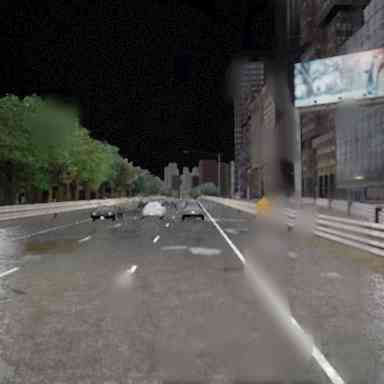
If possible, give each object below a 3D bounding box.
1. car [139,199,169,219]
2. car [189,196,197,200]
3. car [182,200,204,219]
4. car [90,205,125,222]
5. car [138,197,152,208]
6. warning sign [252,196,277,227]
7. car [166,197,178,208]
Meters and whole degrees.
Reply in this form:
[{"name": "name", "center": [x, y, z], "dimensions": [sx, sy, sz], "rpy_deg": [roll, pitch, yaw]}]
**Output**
[{"name": "car", "center": [-3.410, 1.648, 30.614], "dimensions": [1.812, 1.442, 4.674], "rpy_deg": [0, 0, 0]}, {"name": "car", "center": [0.061, 1.781, 54.657], "dimensions": [1.994, 1.385, 4.181], "rpy_deg": [0, 0, 0]}, {"name": "car", "center": [0.091, 1.685, 30.123], "dimensions": [1.994, 1.385, 4.181], "rpy_deg": [0, 0, 0]}, {"name": "car", "center": [-6.917, 1.714, 27.868], "dimensions": [1.895, 1.301, 4.718], "rpy_deg": [0, 0, 0]}, {"name": "car", "center": [-6.958, 1.553, 51.120], "dimensions": [2.097, 1.767, 4.553], "rpy_deg": [0, 0, 0]}, {"name": "warning sign", "center": [4.532, 1.206, 20.811], "dimensions": [1.300, 1.860, 1.060], "rpy_deg": [-1, -1, 0]}, {"name": "car", "center": [-3.442, 1.566, 53.915], "dimensions": [2.097, 1.767, 4.553], "rpy_deg": [0, 0, 0]}]
